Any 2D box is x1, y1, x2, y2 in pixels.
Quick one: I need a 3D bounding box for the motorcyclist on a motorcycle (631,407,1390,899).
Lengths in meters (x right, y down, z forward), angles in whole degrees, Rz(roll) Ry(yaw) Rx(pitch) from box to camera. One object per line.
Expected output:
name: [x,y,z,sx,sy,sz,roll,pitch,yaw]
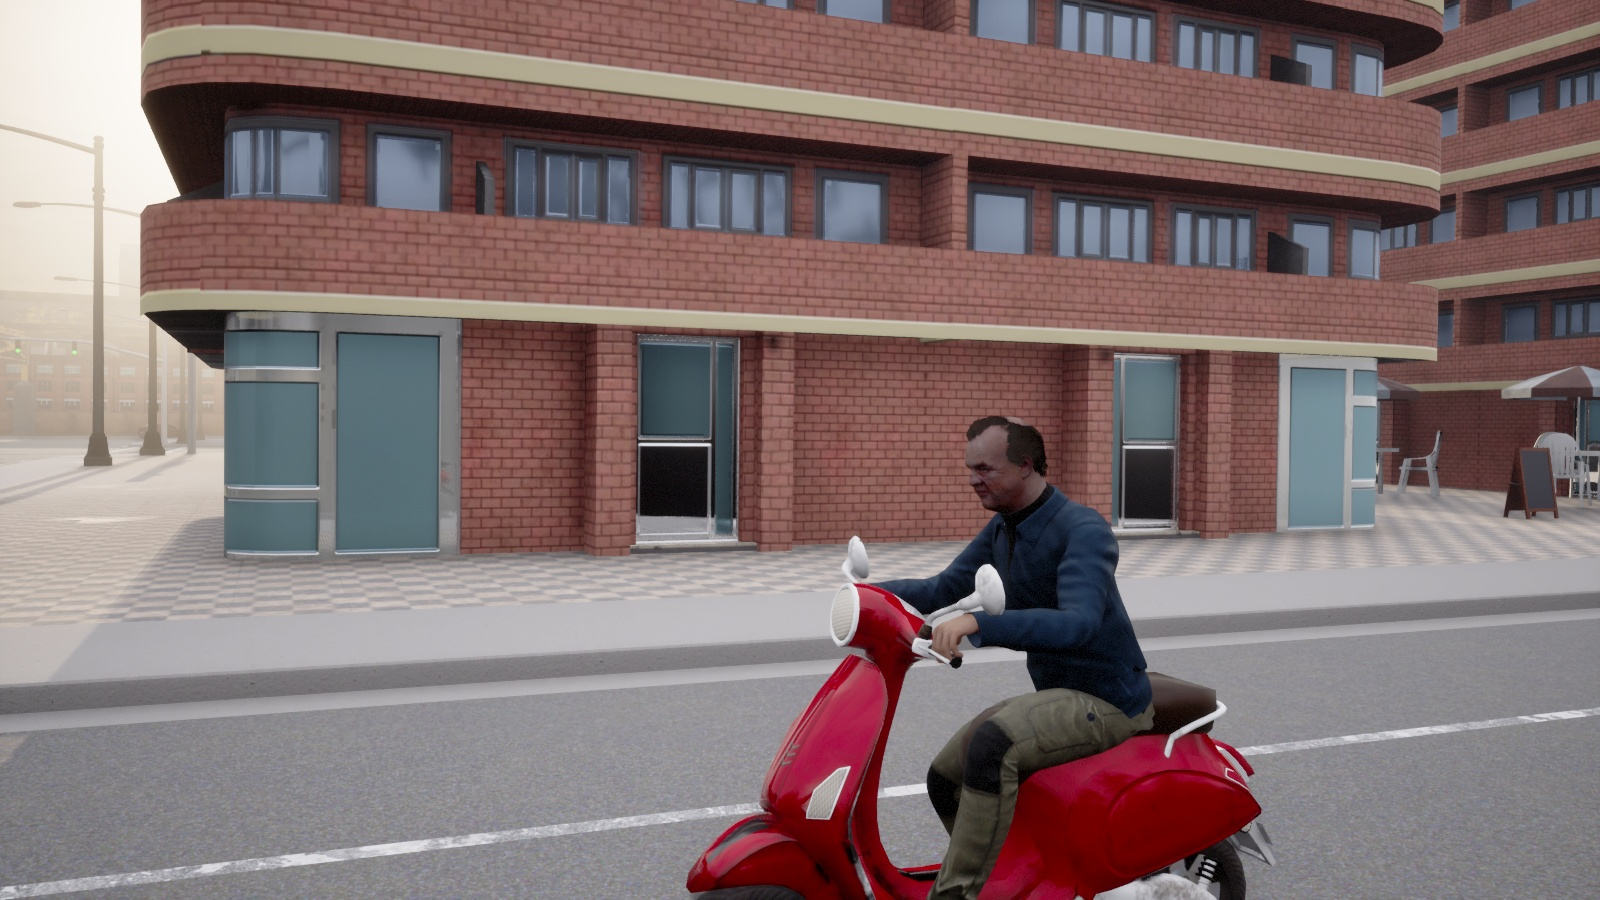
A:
motorcyclist on a motorcycle: [0.546,0.691,3.382,1.817,1.590,0.866,-1,1,-21]
